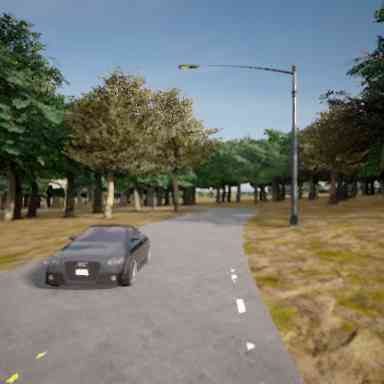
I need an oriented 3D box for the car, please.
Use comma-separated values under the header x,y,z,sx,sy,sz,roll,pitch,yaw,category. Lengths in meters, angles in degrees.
x,y,z,sx,sy,sz,roll,pitch,yaw,category
-2.375,1.619,9.400,1.994,1.385,4.181,0,0,2,car
